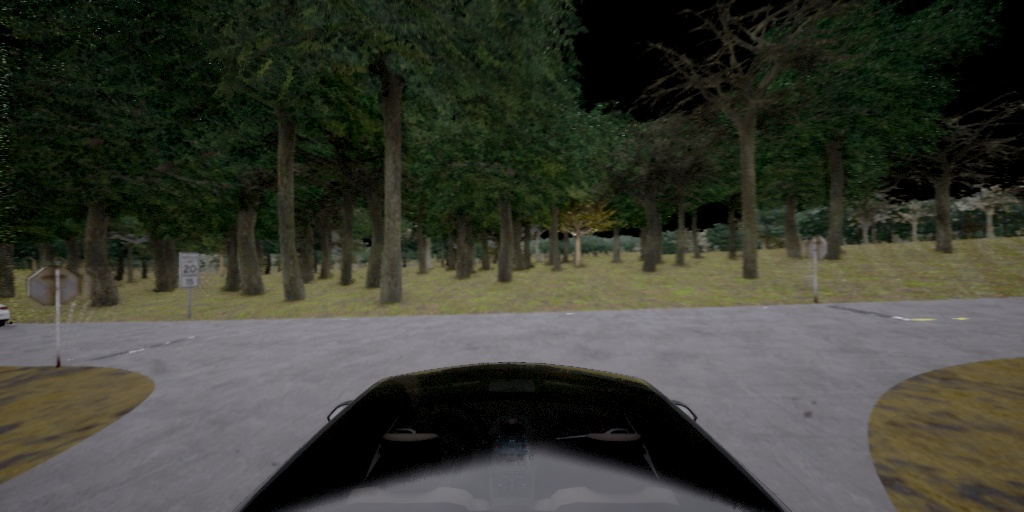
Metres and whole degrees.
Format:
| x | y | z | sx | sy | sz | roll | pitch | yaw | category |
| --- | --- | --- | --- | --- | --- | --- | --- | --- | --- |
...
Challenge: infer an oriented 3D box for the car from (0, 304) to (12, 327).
| x | y | z | sx | sy | sz | roll | pitch | yaw | category |
| --- | --- | --- | --- | --- | --- | --- | --- | --- | --- |
| -23.734 | 2.421 | 14.964 | 4.674 | 1.442 | 1.812 | -2 | 0 | 7 | car |
